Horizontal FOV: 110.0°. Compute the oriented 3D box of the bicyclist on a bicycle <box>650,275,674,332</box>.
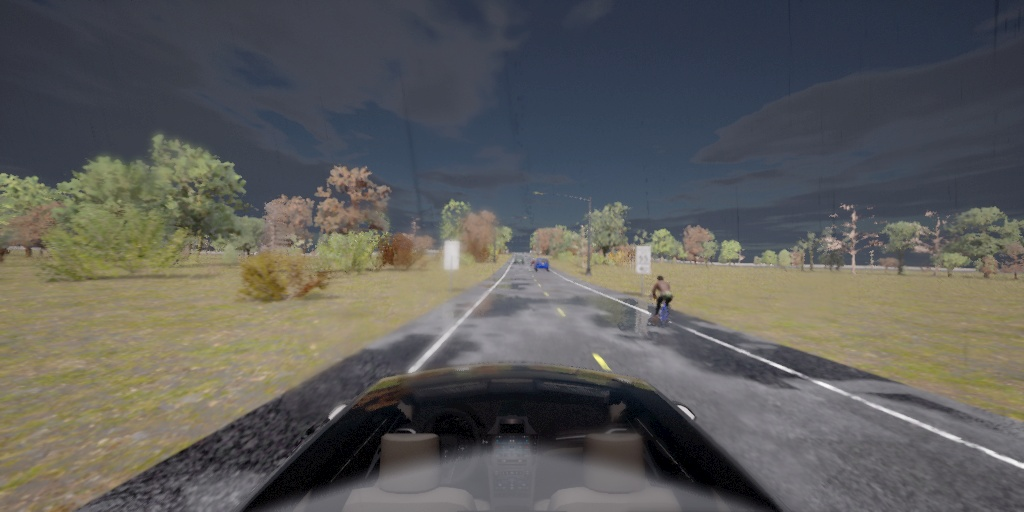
[{"bbox_3d":[4.577,1.416,10.971,0.582,1.620,1.656,1,-1,1],"label":"bicyclist on a bicycle"}]

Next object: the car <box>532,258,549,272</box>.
[{"bbox_3d":[4.686,1.313,56.543,2.150,2.045,5.566,1,1,1],"label":"car"}]
